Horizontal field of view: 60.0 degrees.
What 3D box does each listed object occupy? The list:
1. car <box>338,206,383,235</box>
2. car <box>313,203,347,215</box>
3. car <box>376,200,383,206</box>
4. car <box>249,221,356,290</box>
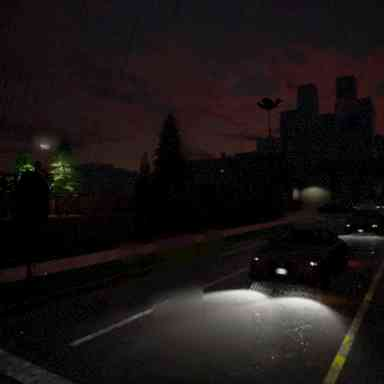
[{"bbox_3d":[11.097,1.841,21.156,2.033,1.411,5.357,-2,-2,35],"label":"car"},{"bbox_3d":[18.213,2.164,43.162,1.882,1.535,5.008,1,-2,-37],"label":"car"},{"bbox_3d":[43.830,2.498,76.781,2.128,1.511,4.902,-2,-2,34],"label":"car"},{"bbox_3d":[3.265,1.742,9.679,1.994,1.385,4.181,-2,-2,34],"label":"car"}]
